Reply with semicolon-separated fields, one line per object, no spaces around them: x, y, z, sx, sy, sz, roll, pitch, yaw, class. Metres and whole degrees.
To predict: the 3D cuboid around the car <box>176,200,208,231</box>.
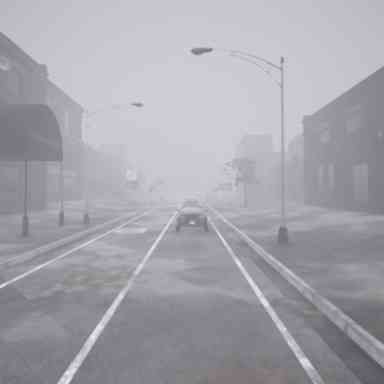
0.006;1.482;20.409;1.812;1.442;4.674;0;0;0;car
